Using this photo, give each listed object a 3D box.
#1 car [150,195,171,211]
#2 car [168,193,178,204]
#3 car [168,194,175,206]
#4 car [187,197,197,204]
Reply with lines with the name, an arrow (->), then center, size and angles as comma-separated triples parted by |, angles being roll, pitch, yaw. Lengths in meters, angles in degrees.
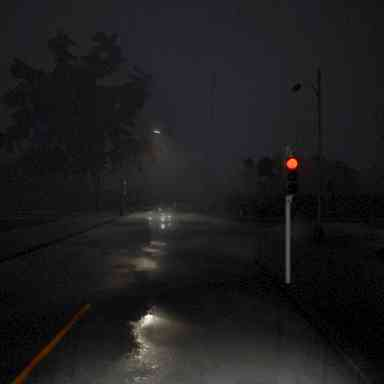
car -> -4.082, 1.505, 41.469 | 1.837, 1.490, 4.892 | 0, 0, 0
car -> -4.007, 1.223, 66.592 | 2.150, 2.045, 5.566 | 0, 0, 0
car -> -4.070, 1.505, 52.101 | 1.837, 1.490, 4.892 | 0, 0, 0
car -> 0.014, 1.600, 61.647 | 1.895, 1.301, 4.718 | 0, 0, 0
